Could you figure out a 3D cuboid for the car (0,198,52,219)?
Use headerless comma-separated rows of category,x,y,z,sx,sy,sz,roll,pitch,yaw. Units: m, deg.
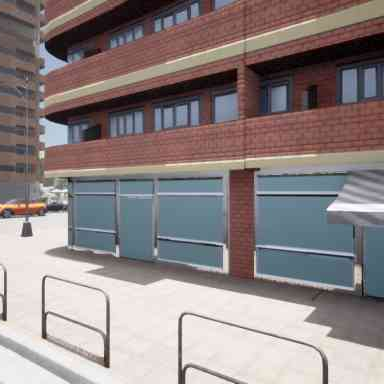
car,-15.480,1.352,29.729,2.097,1.767,4.553,0,0,36

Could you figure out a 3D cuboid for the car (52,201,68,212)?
car,-15.369,1.601,35.814,1.895,1.301,4.718,0,0,36
